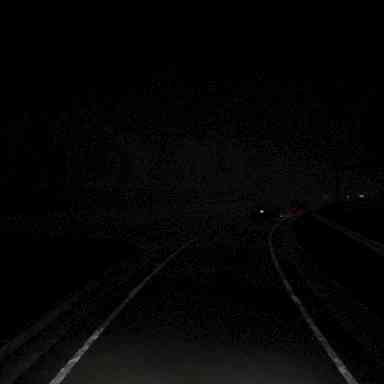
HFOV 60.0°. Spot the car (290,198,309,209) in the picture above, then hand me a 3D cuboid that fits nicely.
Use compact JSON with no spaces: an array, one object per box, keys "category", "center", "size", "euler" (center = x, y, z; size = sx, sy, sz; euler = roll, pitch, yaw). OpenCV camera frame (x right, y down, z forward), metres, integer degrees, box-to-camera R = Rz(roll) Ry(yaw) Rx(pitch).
[{"category":"car","center":[15.036,1.603,46.423],"size":[1.812,1.442,4.674],"euler":[0,0,29]}]

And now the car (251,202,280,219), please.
[{"category":"car","center":[6.631,1.603,29.649],"size":[1.994,1.385,4.181],"euler":[0,0,23]}]
